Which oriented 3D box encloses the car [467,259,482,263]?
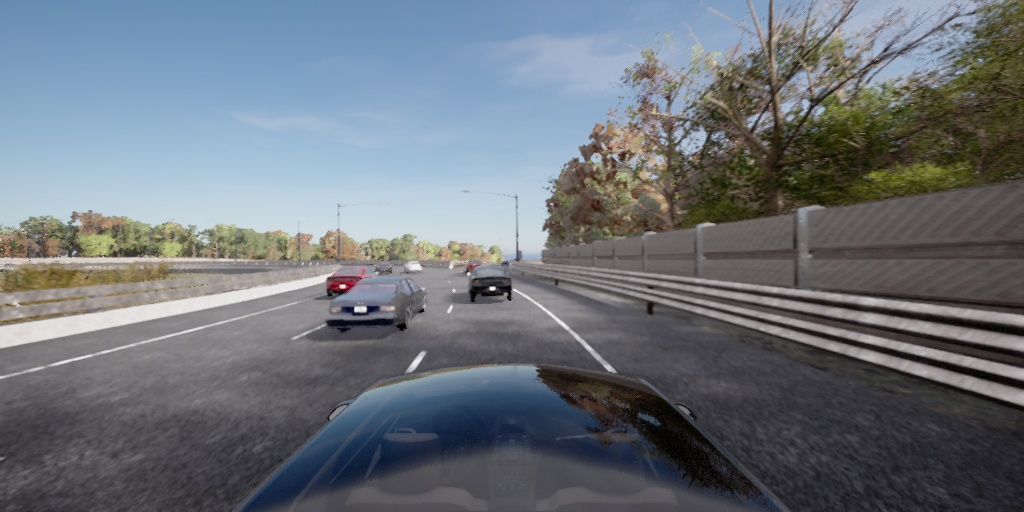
[{"bbox_3d":[-4.538,1.140,44.575,2.097,1.767,4.553,-1,0,-3],"label":"car"}]

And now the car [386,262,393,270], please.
[{"bbox_3d":[-15.420,1.404,43.169,2.128,1.511,4.902,-1,0,-22],"label":"car"}]

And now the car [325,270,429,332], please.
[{"bbox_3d":[-3.876,1.338,11.178,2.033,1.411,5.357,-1,0,-5],"label":"car"}]

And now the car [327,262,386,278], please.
[{"bbox_3d":[-8.550,1.318,19.746,1.882,1.535,5.008,-1,0,-9],"label":"car"}]

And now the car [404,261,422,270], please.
[{"bbox_3d":[-12.521,1.403,45.303,1.812,1.442,4.674,-1,0,-23],"label":"car"}]

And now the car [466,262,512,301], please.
[{"bbox_3d":[-1.168,1.236,17.698,1.882,1.535,5.008,-1,0,-8],"label":"car"}]
